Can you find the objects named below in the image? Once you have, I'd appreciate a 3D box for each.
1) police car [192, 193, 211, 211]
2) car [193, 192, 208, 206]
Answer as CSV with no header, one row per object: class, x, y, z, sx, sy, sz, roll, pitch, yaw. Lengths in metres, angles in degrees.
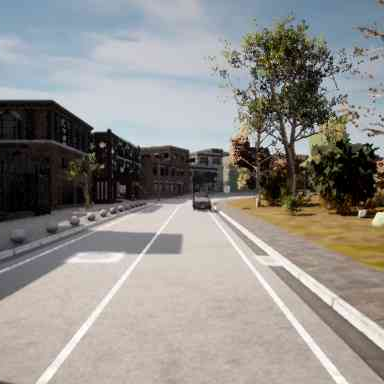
police car,1.050,1.225,35.979,1.930,1.638,5.238,0,0,0
car,1.384,0.997,51.662,2.150,2.045,5.566,0,1,5
